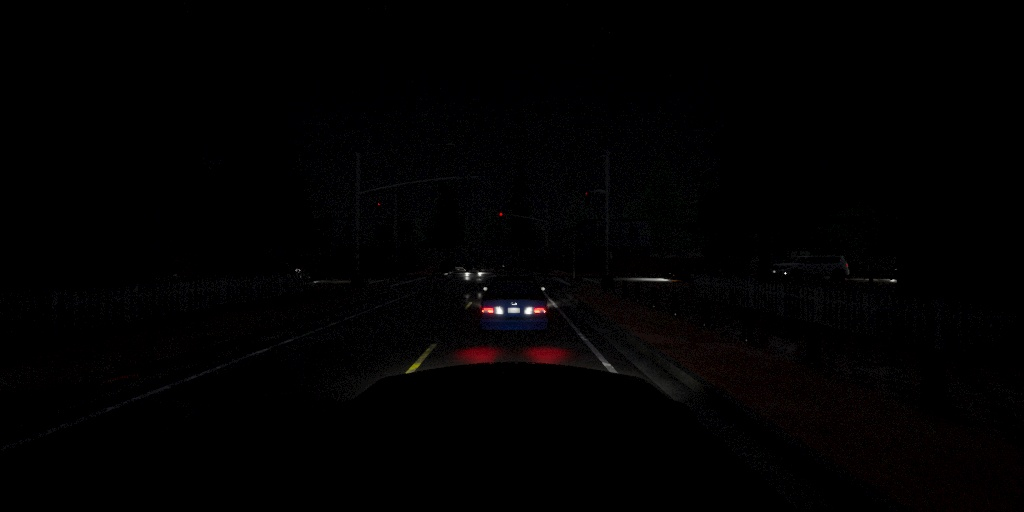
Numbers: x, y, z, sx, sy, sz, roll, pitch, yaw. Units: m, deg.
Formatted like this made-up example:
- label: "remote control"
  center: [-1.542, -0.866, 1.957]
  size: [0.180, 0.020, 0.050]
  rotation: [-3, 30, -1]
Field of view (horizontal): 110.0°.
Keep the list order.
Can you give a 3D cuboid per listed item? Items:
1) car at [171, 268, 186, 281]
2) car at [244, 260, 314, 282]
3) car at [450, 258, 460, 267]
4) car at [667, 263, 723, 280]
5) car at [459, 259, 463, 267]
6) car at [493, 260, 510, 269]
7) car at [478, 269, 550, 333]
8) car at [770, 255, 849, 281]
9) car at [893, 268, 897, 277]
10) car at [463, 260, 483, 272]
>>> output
- label: "car"
  center: [-27.908, 1.299, 27.729]
  size: [4.181, 1.385, 1.994]
  rotation: [0, 0, 1]
- label: "car"
  center: [-17.718, 1.087, 27.434]
  size: [4.553, 1.767, 2.097]
  rotation: [0, 0, 2]
- label: "car"
  center: [-9.701, 1.263, 64.372]
  size: [2.033, 1.411, 5.357]
  rotation: [0, 0, -23]
- label: "car"
  center: [15.314, 1.299, 30.171]
  size: [4.181, 1.385, 1.994]
  rotation: [0, 0, 2]
- label: "car"
  center: [-6.316, 1.263, 54.340]
  size: [2.033, 1.411, 5.357]
  rotation: [0, 0, -14]
- label: "car"
  center: [-1.443, 1.279, 48.682]
  size: [1.994, 1.385, 4.181]
  rotation: [0, 0, -8]
- label: "car"
  center: [0.062, 1.297, 10.754]
  size: [2.033, 1.411, 5.357]
  rotation: [0, 0, 0]
- label: "car"
  center: [24.679, 0.956, 29.892]
  size: [5.566, 2.045, 2.150]
  rotation: [0, 0, 1]
- label: "car"
  center: [34.525, 1.087, 29.584]
  size: [4.553, 1.767, 2.097]
  rotation: [0, 0, 2]
- label: "car"
  center: [-4.779, 1.220, 44.682]
  size: [1.837, 1.490, 4.892]
  rotation: [0, 0, -6]
